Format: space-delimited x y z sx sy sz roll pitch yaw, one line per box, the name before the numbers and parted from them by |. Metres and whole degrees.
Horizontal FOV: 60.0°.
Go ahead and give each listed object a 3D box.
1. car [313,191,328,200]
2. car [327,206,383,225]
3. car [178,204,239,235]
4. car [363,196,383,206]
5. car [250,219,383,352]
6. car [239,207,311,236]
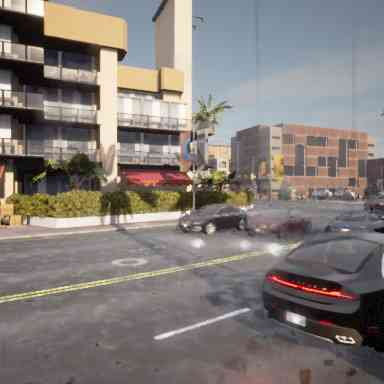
car | 34.339 1.210 86.109 2.185 1.767 4.553 0 0 -24
car | 7.738 1.557 15.247 1.994 1.385 4.181 0 0 44
car | 1.315 1.492 18.852 1.837 1.490 4.892 1 0 43
car | 20.868 1.336 37.599 2.097 1.767 4.553 0 0 17
car | 3.313 1.504 6.175 4.892 1.490 1.837 0 1 -39
car | 4.623 1.516 17.256 1.812 1.442 4.674 0 0 42
